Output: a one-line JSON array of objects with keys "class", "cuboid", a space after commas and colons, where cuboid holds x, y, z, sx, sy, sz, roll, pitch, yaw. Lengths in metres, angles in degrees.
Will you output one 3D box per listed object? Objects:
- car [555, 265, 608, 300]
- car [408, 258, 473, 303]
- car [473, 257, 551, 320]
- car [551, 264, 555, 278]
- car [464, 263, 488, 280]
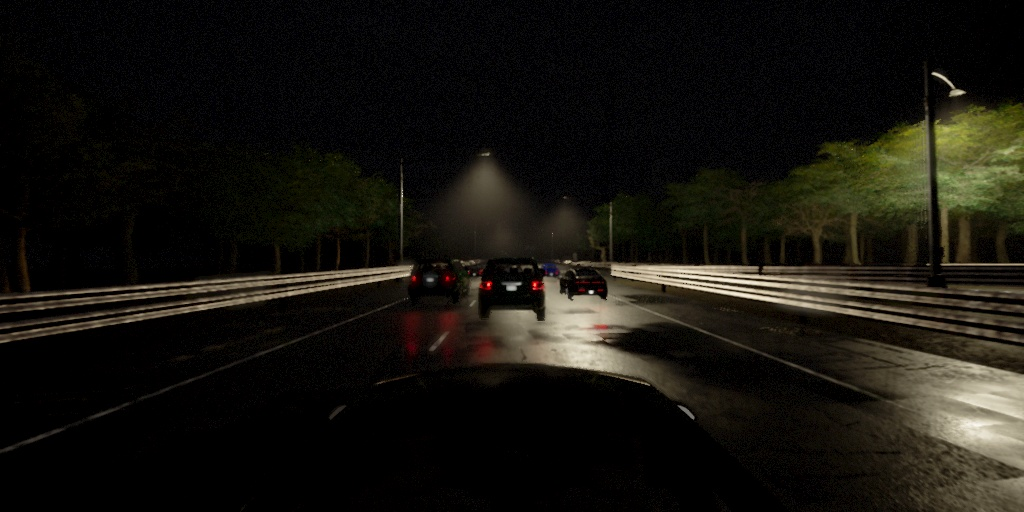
[{"class": "car", "cuboid": [3.591, 1.394, 18.648, 1.837, 1.490, 4.892, 0, 0, 0]}, {"class": "car", "cuboid": [-3.410, 1.104, 17.634, 2.150, 2.045, 5.566, 0, 0, 0]}, {"class": "car", "cuboid": [0.072, 1.071, 13.342, 2.150, 2.045, 5.566, 0, 0, 2]}, {"class": "car", "cuboid": [3.592, 1.490, 34.839, 1.812, 1.442, 4.674, 0, 0, 0]}, {"class": "car", "cuboid": [-3.417, 1.490, 34.825, 1.812, 1.442, 4.674, 0, 0, 0]}]
